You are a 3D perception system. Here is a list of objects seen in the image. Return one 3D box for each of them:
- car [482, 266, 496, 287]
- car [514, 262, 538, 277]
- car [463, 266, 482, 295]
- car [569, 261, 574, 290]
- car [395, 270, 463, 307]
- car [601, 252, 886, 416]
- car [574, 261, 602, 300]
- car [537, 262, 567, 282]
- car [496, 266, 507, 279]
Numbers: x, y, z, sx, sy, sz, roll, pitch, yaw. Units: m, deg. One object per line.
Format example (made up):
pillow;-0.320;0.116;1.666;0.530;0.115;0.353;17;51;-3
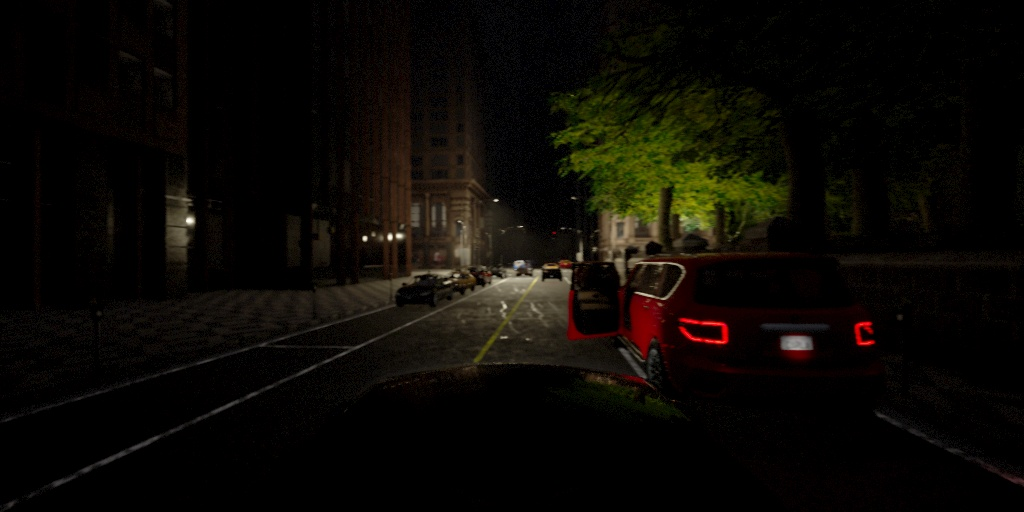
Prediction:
car;-2.753;1.518;27.754;1.967;1.591;4.097;0;0;6
car;1.549;1.723;42.024;2.033;1.411;5.357;-1;-1;6
car;-3.364;1.551;22.092;1.751;1.417;4.829;0;0;6
car;5.724;1.282;26.852;2.192;1.841;5.009;0;0;6
car;-3.938;1.522;16.769;2.007;1.370;4.403;0;0;6
car;3.116;0.988;6.228;2.150;2.045;5.566;-1;-1;6
car;5.131;1.230;21.359;2.192;1.841;5.009;0;0;6
car;3.668;1.548;32.999;2.128;1.511;4.902;-1;-1;6
car;-1.569;1.743;38.738;1.948;1.339;4.313;0;0;6
